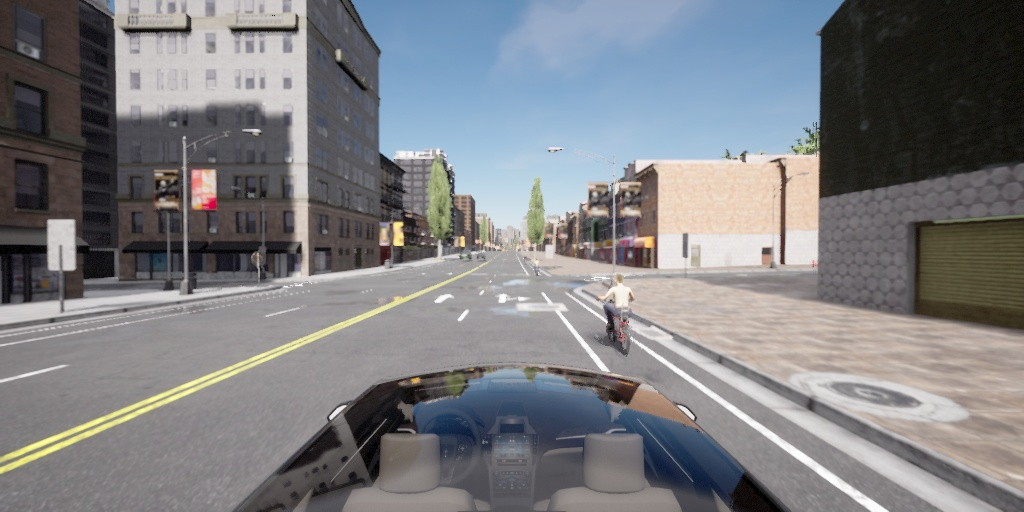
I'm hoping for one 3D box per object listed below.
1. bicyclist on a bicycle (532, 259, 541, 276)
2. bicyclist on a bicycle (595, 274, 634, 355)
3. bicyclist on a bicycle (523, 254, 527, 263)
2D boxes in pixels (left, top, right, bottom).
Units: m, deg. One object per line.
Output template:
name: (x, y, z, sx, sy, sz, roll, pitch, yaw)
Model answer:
bicyclist on a bicycle: (2.278, 1.055, 33.129, 0.866, 1.612, 1.509, 1, -2, 0)
bicyclist on a bicycle: (2.271, 1.181, 7.705, 0.866, 1.612, 1.509, 0, 0, 0)
bicyclist on a bicycle: (2.268, 0.573, 61.891, 0.659, 1.776, 1.843, 0, 1, 0)
